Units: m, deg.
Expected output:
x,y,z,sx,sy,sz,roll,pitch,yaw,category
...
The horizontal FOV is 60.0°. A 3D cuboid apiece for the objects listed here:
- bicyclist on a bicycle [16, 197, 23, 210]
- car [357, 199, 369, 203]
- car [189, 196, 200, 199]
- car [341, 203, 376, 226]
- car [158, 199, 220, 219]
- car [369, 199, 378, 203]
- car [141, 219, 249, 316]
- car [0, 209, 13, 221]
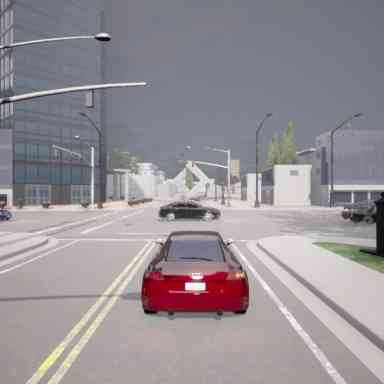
x,y,z,sx,sy,sz,roll,pitch,yaw,category
-22.017,1.466,42.488,0.582,1.620,1.656,-1,0,0,bicyclist on a bicycle
19.833,1.502,37.071,5.357,1.411,2.033,0,0,-1,car
0.661,1.595,76.958,1.895,1.301,4.718,0,0,12,car
12.925,1.588,22.805,4.718,1.301,1.895,0,0,0,car
-0.225,1.516,26.193,4.892,1.490,1.837,0,0,0,car
21.510,1.167,33.568,5.566,2.045,2.150,0,0,0,car
0.067,1.564,7.616,1.994,1.385,4.181,0,0,0,car
-16.598,1.636,26.039,4.674,1.442,1.812,0,0,0,car
